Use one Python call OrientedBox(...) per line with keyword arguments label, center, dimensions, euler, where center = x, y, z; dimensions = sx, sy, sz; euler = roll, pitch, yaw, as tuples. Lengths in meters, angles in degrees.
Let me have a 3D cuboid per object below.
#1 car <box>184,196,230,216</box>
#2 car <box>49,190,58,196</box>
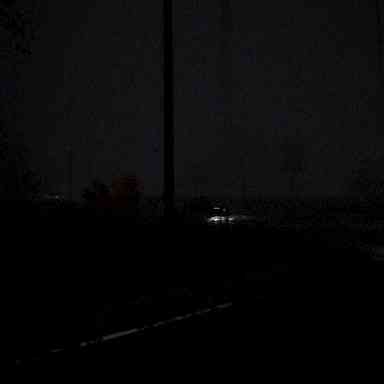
OrientedBox(label="car", center=(1.206, 1.170, 28.694), dimensions=(1.837, 1.490, 4.892), euler=(-1, 1, -35))
OrientedBox(label="car", center=(-34.773, 0.317, 83.536), dimensions=(1.882, 1.535, 5.008), euler=(-1, 1, -28))
